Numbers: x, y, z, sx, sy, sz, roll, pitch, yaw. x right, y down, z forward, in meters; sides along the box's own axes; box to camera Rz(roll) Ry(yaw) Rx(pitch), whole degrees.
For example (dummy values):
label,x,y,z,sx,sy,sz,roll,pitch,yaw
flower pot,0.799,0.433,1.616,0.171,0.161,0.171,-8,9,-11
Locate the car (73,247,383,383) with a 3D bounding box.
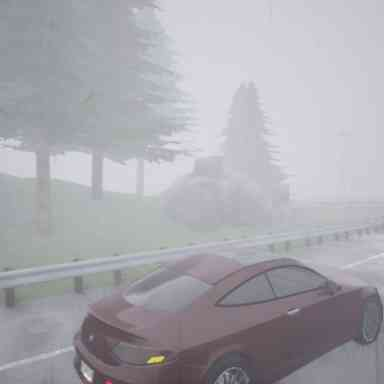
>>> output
label,x,y,z,sx,sy,sz,roll,pitch,yaw
car,0.819,1.517,4.578,4.674,1.442,1.812,0,0,-38
